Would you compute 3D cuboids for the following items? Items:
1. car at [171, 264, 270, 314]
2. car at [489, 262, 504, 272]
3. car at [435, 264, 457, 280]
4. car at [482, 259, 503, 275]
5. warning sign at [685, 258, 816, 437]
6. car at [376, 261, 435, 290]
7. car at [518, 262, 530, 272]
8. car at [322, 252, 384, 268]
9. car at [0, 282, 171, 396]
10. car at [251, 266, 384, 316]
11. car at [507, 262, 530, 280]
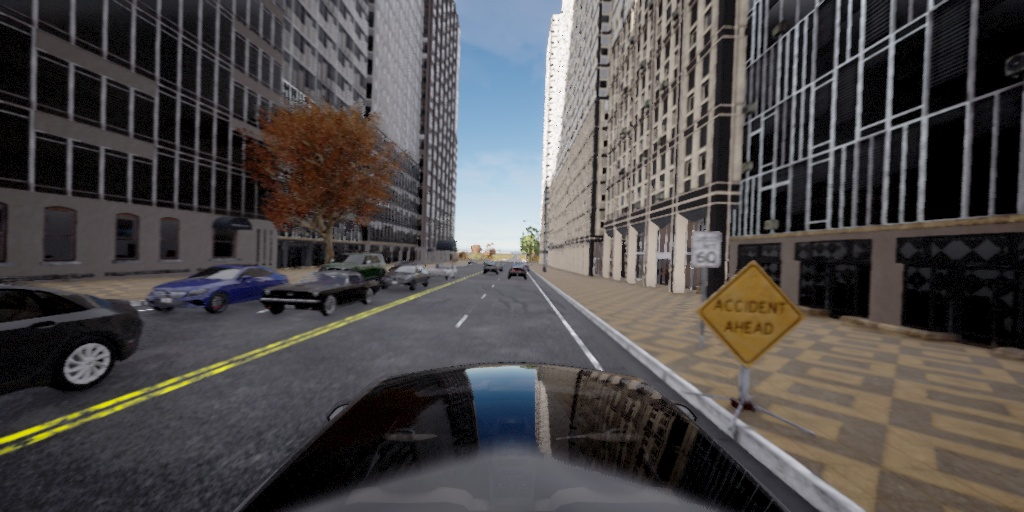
[{"bbox_3d":[-9.736,1.016,12.473,1.812,1.442,4.674,2,0,1],"label":"car"},{"bbox_3d":[-2.412,1.647,55.233,1.994,1.385,4.181,2,0,1],"label":"car"},{"bbox_3d":[-6.168,1.371,31.784,1.895,1.301,4.718,2,0,1],"label":"car"},{"bbox_3d":[-2.561,1.504,44.918,1.837,1.490,4.892,2,-1,1],"label":"car"},{"bbox_3d":[2.820,0.986,4.393,1.300,1.860,1.060,0,0,1],"label":"warning sign"},{"bbox_3d":[-6.341,1.211,21.845,1.812,1.442,4.674,2,0,1],"label":"car"},{"bbox_3d":[1.939,1.794,59.425,1.812,1.442,4.674,2,0,1],"label":"car"},{"bbox_3d":[-9.580,0.794,22.108,2.150,2.045,5.566,2,0,1],"label":"car"},{"bbox_3d":[-6.631,1.033,3.491,1.837,1.490,4.892,2,0,0],"label":"car"},{"bbox_3d":[-6.489,1.208,12.745,1.895,1.301,4.718,2,0,1],"label":"car"},{"bbox_3d":[0.561,1.550,36.291,1.837,1.490,4.892,2,0,1],"label":"car"}]
